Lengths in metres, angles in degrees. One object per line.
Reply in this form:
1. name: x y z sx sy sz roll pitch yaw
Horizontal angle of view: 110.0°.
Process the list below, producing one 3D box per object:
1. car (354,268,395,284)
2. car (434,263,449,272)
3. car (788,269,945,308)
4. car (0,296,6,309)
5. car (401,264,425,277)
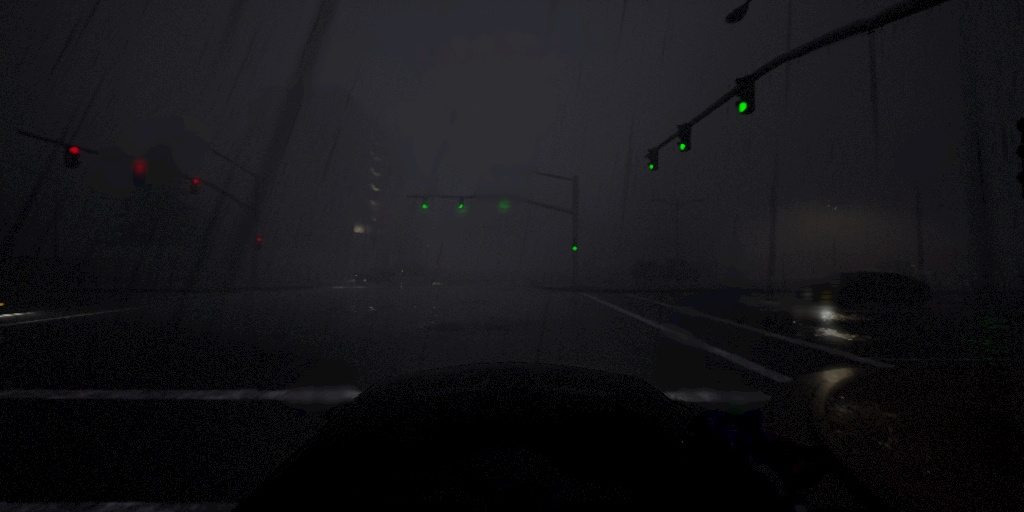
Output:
1. car: -11.684 1.660 30.736 1.895 1.301 4.718 0 -1 0
2. car: -11.961 1.888 61.004 1.882 1.535 5.008 0 -1 0
3. car: 15.643 1.460 16.026 4.892 1.490 1.837 0 -1 1
4. car: -19.994 1.383 11.935 4.181 1.385 1.994 0 -1 -1
5. car: -11.801 1.707 43.015 1.837 1.490 4.892 0 -1 0
